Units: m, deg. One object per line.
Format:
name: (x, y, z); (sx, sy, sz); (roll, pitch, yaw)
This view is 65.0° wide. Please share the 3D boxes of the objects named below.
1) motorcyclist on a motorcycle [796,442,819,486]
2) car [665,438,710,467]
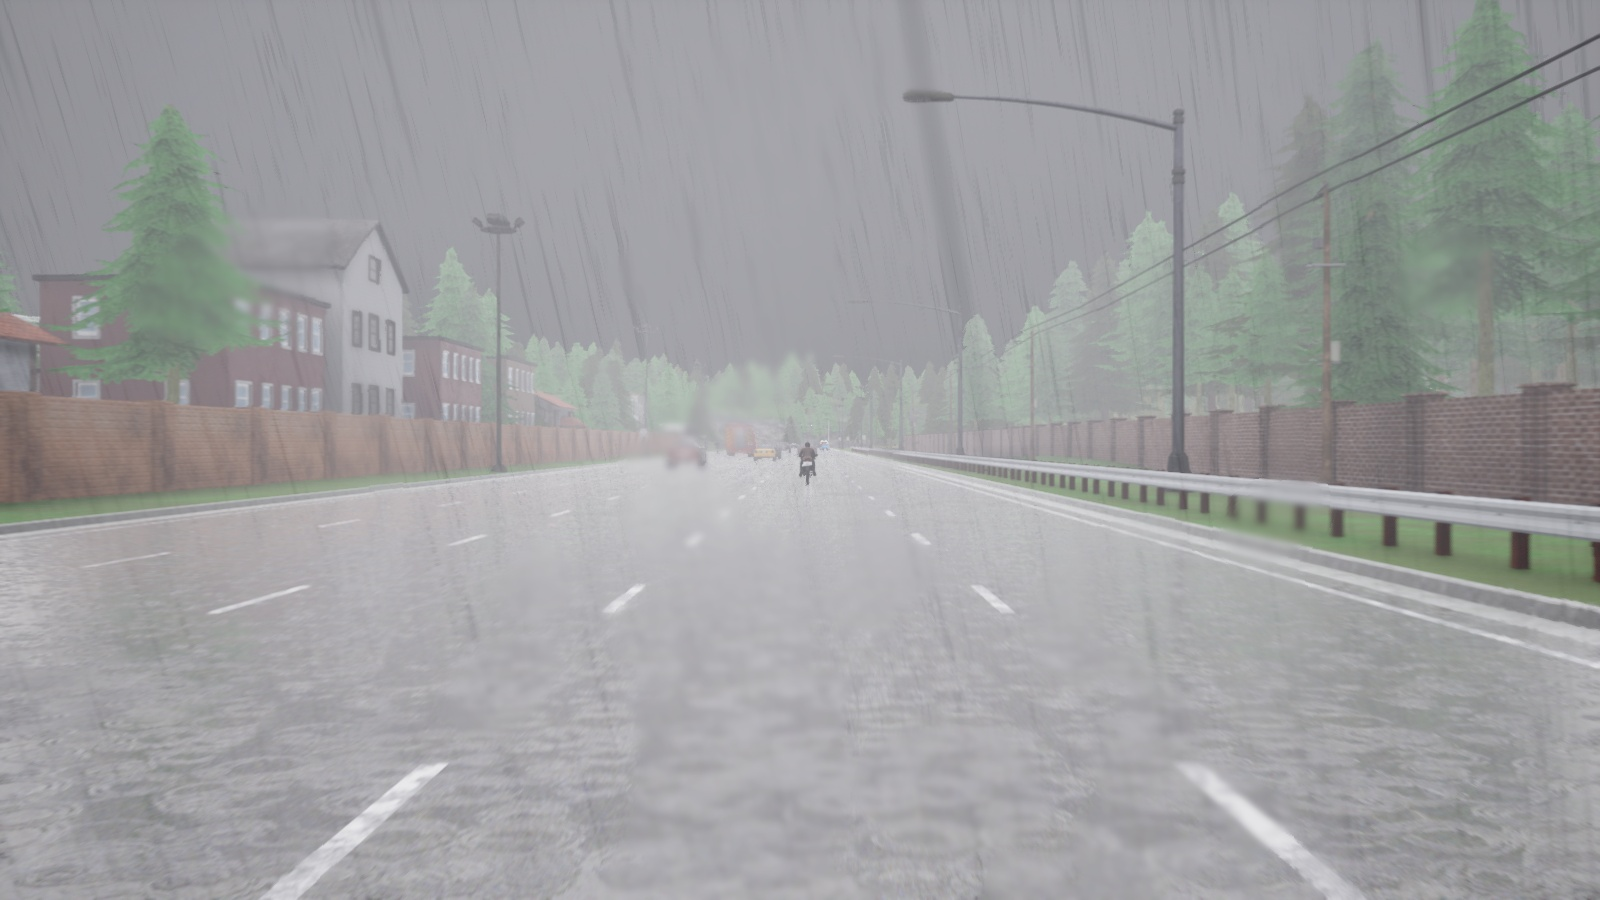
motorcyclist on a motorcycle: (0.268, 0.481, 44.476); (0.797, 1.523, 2.044); (0, 0, 0)
car: (-6.567, 0.110, 73.591); (2.152, 1.651, 5.027); (0, 0, 0)
